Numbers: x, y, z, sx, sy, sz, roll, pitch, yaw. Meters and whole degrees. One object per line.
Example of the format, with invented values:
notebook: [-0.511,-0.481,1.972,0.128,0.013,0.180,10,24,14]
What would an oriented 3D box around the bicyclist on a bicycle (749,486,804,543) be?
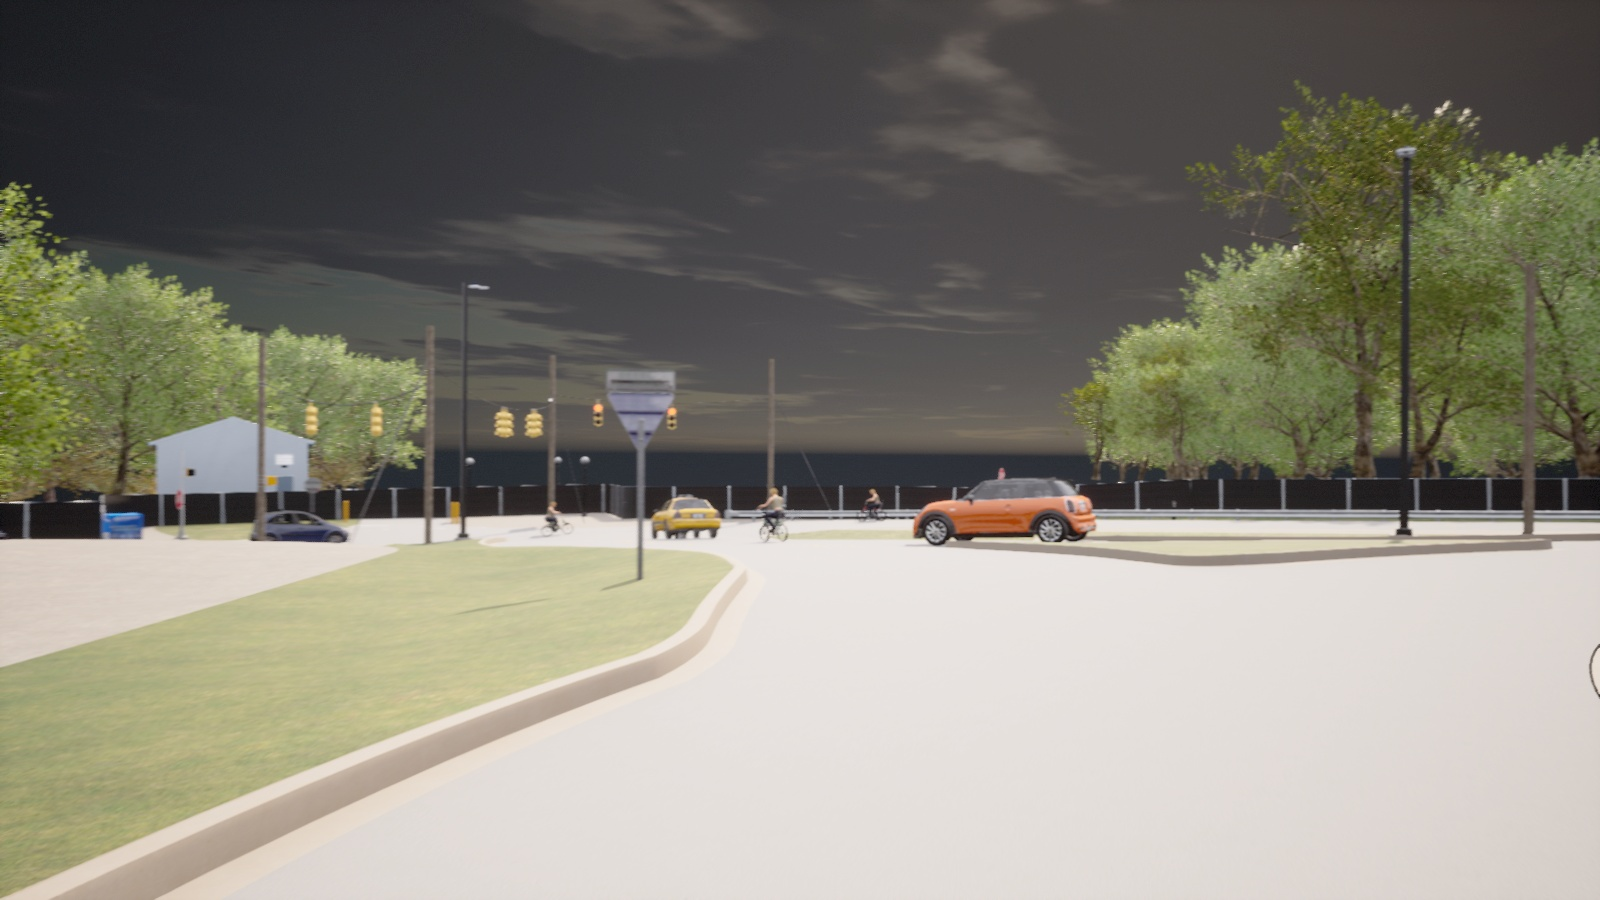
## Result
bicyclist on a bicycle: [-0.712,1.930,37.330,0.866,1.612,1.509,0,-5,-34]

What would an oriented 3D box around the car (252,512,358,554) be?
car: [-21.546,3.571,54.685,3.988,1.617,1.851,1,0,-32]

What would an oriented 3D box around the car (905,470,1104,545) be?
car: [5.237,1.475,32.249,4.553,1.767,2.097,-3,-2,29]

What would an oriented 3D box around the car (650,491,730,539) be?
car: [-3.988,2.366,44.684,1.801,1.575,5.366,0,-4,-16]
